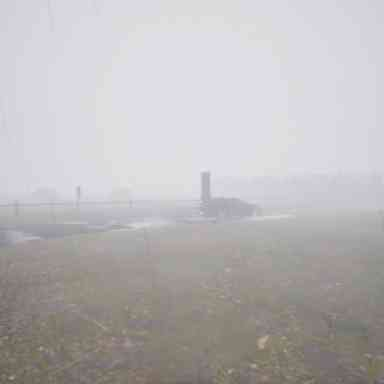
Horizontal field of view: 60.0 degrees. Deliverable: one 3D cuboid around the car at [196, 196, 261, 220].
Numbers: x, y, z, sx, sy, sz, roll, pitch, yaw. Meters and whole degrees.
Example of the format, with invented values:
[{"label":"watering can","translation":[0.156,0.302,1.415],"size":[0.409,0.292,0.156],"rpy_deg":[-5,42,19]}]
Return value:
[{"label":"car","translation":[2.591,1.083,22.746],"size":[4.892,1.490,1.837],"rpy_deg":[0,0,-34]}]
